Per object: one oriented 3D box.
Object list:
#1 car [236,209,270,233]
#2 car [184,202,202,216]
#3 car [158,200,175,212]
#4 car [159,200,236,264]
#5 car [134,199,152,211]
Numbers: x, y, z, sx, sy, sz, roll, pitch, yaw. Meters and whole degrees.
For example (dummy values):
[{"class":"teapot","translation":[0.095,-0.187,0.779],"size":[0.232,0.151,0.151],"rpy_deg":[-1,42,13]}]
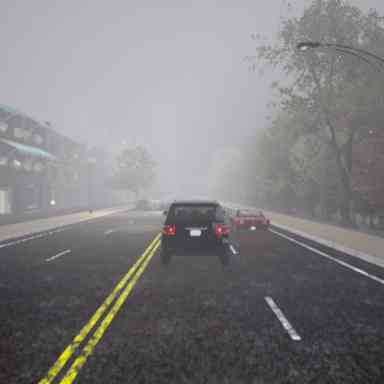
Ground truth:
[{"class":"car","translation":[3.351,1.704,20.427],"size":[1.895,1.301,4.718],"rpy_deg":[0,0,0]},{"class":"car","translation":[0.100,1.783,36.338],"size":[1.895,1.301,4.718],"rpy_deg":[0,0,0]},{"class":"car","translation":[-3.335,1.822,44.105],"size":[1.895,1.301,4.718],"rpy_deg":[0,0,0]},{"class":"car","translation":[0.101,1.284,12.230],"size":[2.150,2.045,5.566],"rpy_deg":[0,0,0]},{"class":"car","translation":[-6.578,1.705,45.336],"size":[1.882,1.535,5.008],"rpy_deg":[0,0,0]}]
